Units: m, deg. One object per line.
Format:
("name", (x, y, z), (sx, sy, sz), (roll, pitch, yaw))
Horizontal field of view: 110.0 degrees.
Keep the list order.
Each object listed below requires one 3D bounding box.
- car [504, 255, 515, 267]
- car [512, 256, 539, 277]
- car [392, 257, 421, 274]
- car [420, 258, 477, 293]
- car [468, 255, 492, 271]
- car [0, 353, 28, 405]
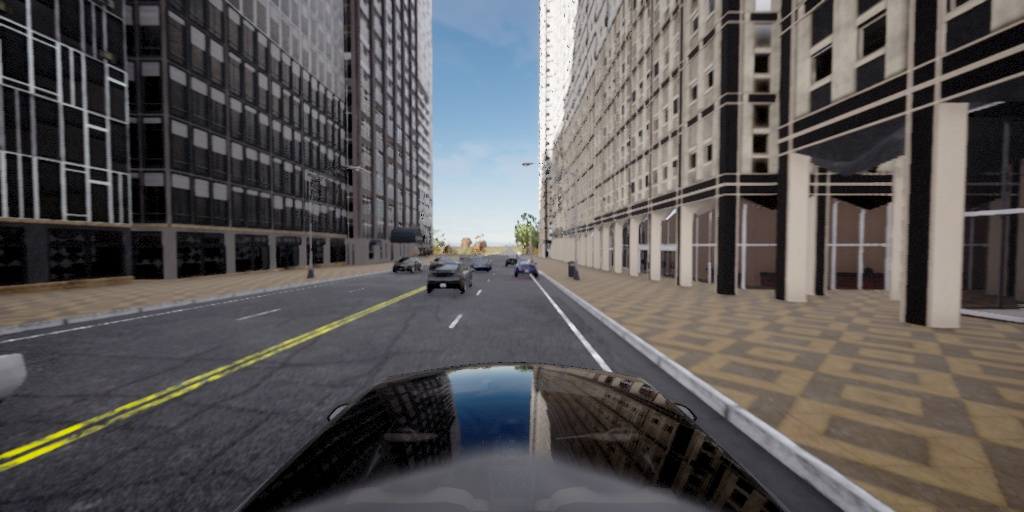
("car", (0.004, 0.666, 48.921), (1.837, 1.490, 4.892), (0, 0, 0))
("car", (1.134, 0.933, 29.617), (1.812, 1.442, 4.674), (0, 1, 0))
("car", (-9.839, 0.855, 34.097), (1.837, 1.490, 4.892), (0, 0, 0))
("car", (-3.155, 1.048, 18.799), (1.837, 1.490, 4.892), (0, 1, 0))
("car", (-3.155, 0.870, 37.596), (1.994, 1.385, 4.181), (0, 1, 0))
("car", (-6.562, 1.349, 1.858), (1.895, 1.301, 4.718), (0, 1, 0))
